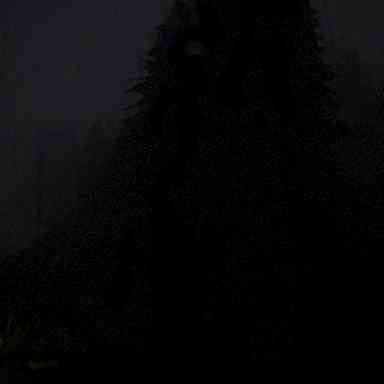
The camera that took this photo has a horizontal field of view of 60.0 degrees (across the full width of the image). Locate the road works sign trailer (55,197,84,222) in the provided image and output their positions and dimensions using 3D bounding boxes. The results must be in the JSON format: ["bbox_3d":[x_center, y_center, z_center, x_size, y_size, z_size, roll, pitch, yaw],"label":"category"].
[{"bbox_3d":[-10.156,2.147,28.220,2.880,2.380,3.560,36,-7,-9],"label":"road works sign trailer"}]

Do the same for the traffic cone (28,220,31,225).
[{"bbox_3d":[-17.900,3.341,36.696,0.340,0.580,0.340,1,-2,-26],"label":"traffic cone"}]

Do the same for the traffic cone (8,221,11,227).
[{"bbox_3d":[-17.028,3.116,30.445,0.340,0.580,0.340,2,-2,-26],"label":"traffic cone"}]
